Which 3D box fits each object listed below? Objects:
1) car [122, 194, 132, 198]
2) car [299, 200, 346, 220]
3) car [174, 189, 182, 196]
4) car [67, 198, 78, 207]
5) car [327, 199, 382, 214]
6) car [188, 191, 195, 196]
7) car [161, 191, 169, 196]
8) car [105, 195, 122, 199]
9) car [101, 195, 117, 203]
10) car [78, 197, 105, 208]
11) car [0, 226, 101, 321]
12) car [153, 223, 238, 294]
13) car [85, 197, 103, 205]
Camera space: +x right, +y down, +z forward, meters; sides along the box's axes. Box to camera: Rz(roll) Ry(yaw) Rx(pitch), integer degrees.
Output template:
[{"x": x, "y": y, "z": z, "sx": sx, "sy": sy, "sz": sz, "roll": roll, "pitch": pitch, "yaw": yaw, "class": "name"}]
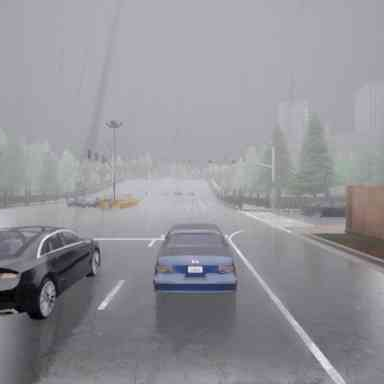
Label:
[{"x": -14.100, "y": 1.221, "z": 70.856, "sx": 2.097, "sy": 1.767, "sz": 4.553, "roll": 0, "pitch": 1, "yaw": 0, "class": "car"}, {"x": 11.509, "y": 1.468, "z": 27.505, "sx": 5.008, "sy": 1.535, "sz": 1.882, "roll": 0, "pitch": 0, "yaw": 0, "class": "car"}, {"x": -3.714, "y": 0.033, "z": 89.468, "sx": 2.097, "sy": 1.767, "sz": 4.553, "roll": 0, "pitch": 7, "yaw": 0, "class": "car"}, {"x": -17.625, "y": 1.584, "z": 51.331, "sx": 1.895, "sy": 1.301, "sz": 4.718, "roll": 0, "pitch": 0, "yaw": 0, "class": "car"}, {"x": 16.854, "y": 1.493, "z": 34.673, "sx": 4.892, "sy": 1.490, "sz": 1.837, "roll": 0, "pitch": 0, "yaw": 0, "class": "car"}, {"x": -0.214, "y": 0.272, "z": 89.491, "sx": 1.895, "sy": 1.301, "sz": 4.718, "roll": 0, "pitch": 7, "yaw": 0, "class": "car"}, {"x": -7.214, "y": 0.267, "z": 89.503, "sx": 1.895, "sy": 1.301, "sz": 4.718, "roll": 0, "pitch": 7, "yaw": 0, "class": "car"}, {"x": -14.120, "y": 1.458, "z": 57.747, "sx": 1.882, "sy": 1.535, "sz": 5.008, "roll": 0, "pitch": 0, "yaw": 0, "class": "car"}, {"x": -17.598, "y": 1.401, "z": 70.471, "sx": 2.128, "sy": 1.511, "sz": 4.902, "roll": 0, "pitch": 1, "yaw": 0, "class": "car"}, {"x": -14.074, "y": 1.510, "z": 46.898, "sx": 1.812, "sy": 1.442, "sz": 4.674, "roll": 0, "pitch": 0, "yaw": -2, "class": "car"}, {"x": -3.435, "y": 1.489, "z": 7.273, "sx": 2.128, "sy": 1.511, "sz": 4.902, "roll": 0, "pitch": 0, "yaw": 0, "class": "car"}, {"x": 0.073, "y": 1.544, "z": 8.943, "sx": 2.033, "sy": 1.411, "sz": 5.357, "roll": 0, "pitch": 0, "yaw": 0, "class": "car"}, {"x": -17.608, "y": 1.544, "z": 60.145, "sx": 1.994, "sy": 1.385, "sz": 4.181, "roll": 0, "pitch": 0, "yaw": 0, "class": "car"}]
